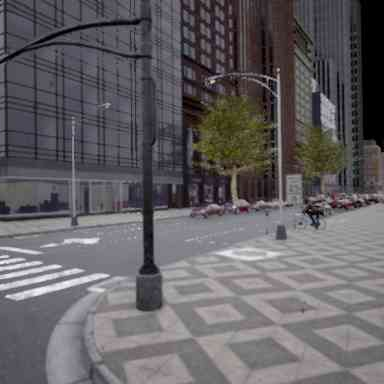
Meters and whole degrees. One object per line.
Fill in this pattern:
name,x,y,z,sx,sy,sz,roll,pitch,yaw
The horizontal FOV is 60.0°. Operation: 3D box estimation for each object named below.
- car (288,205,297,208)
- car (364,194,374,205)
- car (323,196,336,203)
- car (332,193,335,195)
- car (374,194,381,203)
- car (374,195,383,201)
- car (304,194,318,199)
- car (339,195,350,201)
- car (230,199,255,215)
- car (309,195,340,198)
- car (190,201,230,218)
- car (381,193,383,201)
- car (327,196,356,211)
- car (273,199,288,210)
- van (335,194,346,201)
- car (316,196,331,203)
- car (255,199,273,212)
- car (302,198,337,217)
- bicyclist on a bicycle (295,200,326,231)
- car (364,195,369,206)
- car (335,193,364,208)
car,14.241,1.638,49.581,1.947,1.339,4.313,-1,-1,34
car,27.646,1.221,54.042,2.192,1.841,5.009,-1,-1,34
car,30.213,1.623,72.817,1.802,1.307,4.206,-1,-1,34
car,23.176,1.179,52.076,2.150,2.045,5.566,-1,-1,35
car,34.034,1.208,63.337,2.192,1.841,5.009,-1,-1,34
car,43.619,1.475,77.275,1.802,1.307,4.206,-1,-1,34
car,20.629,1.603,58.876,1.887,1.381,4.507,-1,-1,34
car,39.793,1.490,86.763,1.967,1.590,4.097,-1,-1,34
car,4.656,1.542,35.638,1.967,1.590,4.097,-1,0,34
car,17.495,1.462,43.806,2.128,1.511,4.902,-1,-1,35
car,1.464,1.697,30.990,1.802,1.307,4.206,-1,0,34
car,37.327,1.414,68.122,1.752,1.417,4.829,-1,-1,34
car,18.067,1.473,40.100,1.887,1.381,4.507,-1,-1,34
car,10.950,1.606,44.792,1.752,1.417,4.829,-1,0,34
van,36.597,1.386,82.116,1.690,1.788,3.998,-1,-1,34
car,27.019,1.611,68.171,1.947,1.339,4.313,-1,-1,34
car,7.853,1.672,40.285,1.802,1.307,4.206,-1,0,34
car,11.680,1.515,30.805,1.947,1.339,4.313,-1,0,34
bicyclist on a bicycle,6.255,1.232,17.688,1.656,1.620,0.582,-2,-1,35
car,24.455,1.479,49.393,1.947,1.339,4.313,-1,-1,34
car,21.258,1.235,44.749,2.192,1.841,5.009,-1,-1,34
